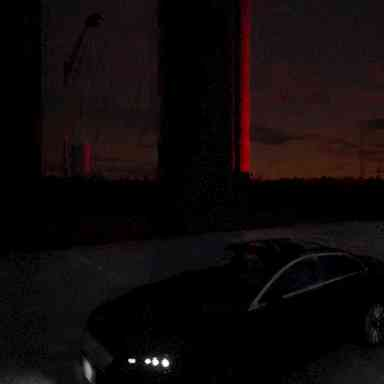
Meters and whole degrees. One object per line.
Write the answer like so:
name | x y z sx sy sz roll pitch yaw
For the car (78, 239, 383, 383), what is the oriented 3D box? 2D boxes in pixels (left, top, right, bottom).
car | 0.985 1.491 4.689 4.902 1.511 2.128 0 0 -35
